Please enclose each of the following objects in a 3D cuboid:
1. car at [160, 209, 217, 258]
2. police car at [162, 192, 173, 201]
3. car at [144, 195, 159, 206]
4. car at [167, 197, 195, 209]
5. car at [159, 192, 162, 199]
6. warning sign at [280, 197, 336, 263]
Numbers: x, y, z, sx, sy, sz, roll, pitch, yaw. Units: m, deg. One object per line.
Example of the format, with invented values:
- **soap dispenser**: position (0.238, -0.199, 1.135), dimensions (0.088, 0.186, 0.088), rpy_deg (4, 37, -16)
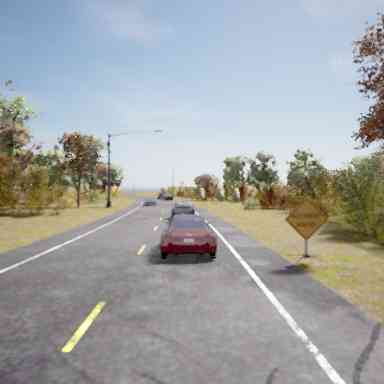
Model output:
- **car**: position (-0.149, 1.547, 12.789), dimensions (1.994, 1.385, 4.181), rpy_deg (0, 0, -1)
- **police car**: position (-5.563, 1.262, 80.099), dimensions (1.930, 1.638, 5.238), rpy_deg (0, 0, -9)
- **car**: position (-6.422, 1.438, 51.897), dimensions (1.812, 1.442, 4.674), rpy_deg (0, 0, -6)
- **car**: position (-0.788, 1.451, 27.774), dimensions (2.128, 1.511, 4.902), rpy_deg (0, 0, -3)
- **car**: position (-7.268, 1.313, 89.897), dimensions (1.837, 1.490, 4.892), rpy_deg (0, 0, -10)
- **warning sign**: position (3.435, 1.100, 10.006), dimensions (1.300, 1.860, 1.060), rpy_deg (0, 0, -1)
